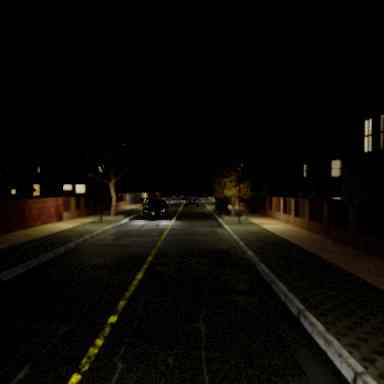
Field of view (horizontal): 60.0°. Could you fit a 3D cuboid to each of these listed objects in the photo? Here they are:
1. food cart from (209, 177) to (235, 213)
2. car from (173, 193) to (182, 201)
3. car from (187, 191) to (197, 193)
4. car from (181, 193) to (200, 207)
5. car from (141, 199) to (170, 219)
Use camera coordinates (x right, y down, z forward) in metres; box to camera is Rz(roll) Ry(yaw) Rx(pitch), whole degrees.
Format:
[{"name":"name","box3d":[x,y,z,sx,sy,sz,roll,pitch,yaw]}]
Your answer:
[{"name":"food cart","box3d":[3.058,0.232,35.141,2.280,3.560,4.660,1,2,0]},{"name":"car","box3d":[-2.743,0.909,67.365,2.097,1.767,4.553,0,0,0]},{"name":"car","box3d":[0.015,0.834,58.614,2.150,2.045,5.566,0,0,0]},{"name":"car","box3d":[0.029,1.251,44.637,2.033,1.411,5.357,0,0,0]},{"name":"car","box3d":[-2.841,1.327,26.680,1.837,1.490,4.892,0,0,0]}]
